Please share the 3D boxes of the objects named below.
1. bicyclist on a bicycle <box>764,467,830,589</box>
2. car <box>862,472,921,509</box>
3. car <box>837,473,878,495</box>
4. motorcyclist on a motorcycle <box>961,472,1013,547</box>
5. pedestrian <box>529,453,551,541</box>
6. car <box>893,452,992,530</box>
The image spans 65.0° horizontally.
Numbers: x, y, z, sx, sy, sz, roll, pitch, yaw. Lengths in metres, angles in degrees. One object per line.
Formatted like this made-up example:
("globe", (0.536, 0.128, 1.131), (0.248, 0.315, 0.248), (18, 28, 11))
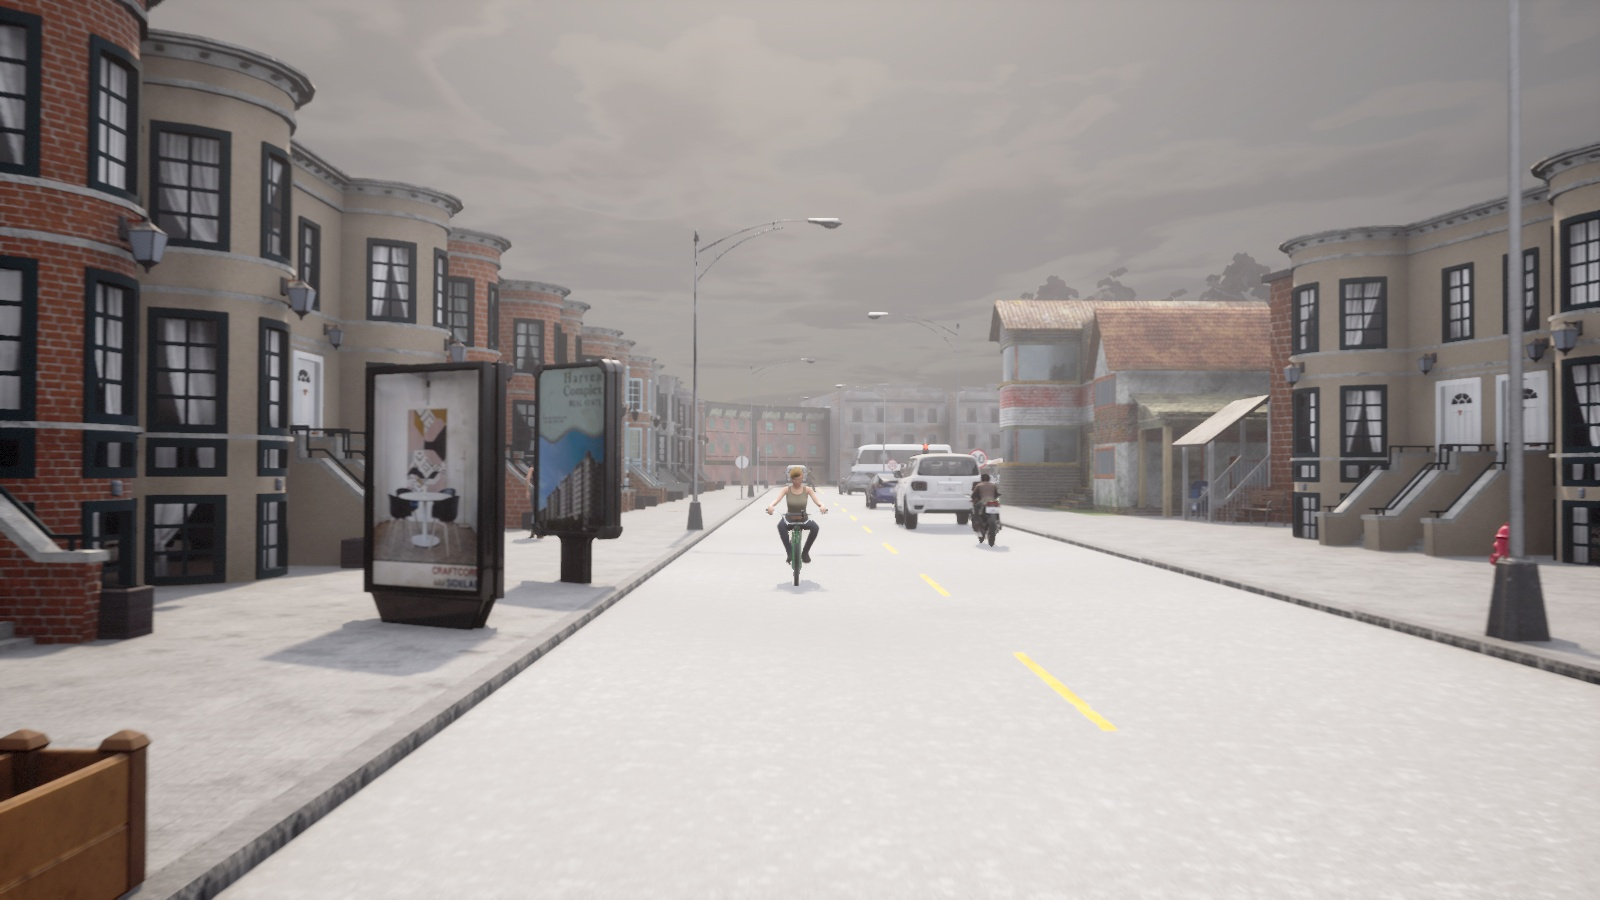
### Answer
("bicyclist on a bicycle", (-0.036, 1.043, 17.425), (0.866, 1.612, 1.509), (0, -1, 0))
("car", (3.871, 1.697, 53.667), (2.163, 1.488, 4.792), (0, -1, 0))
("car", (3.810, 2.258, 83.329), (1.994, 1.385, 4.181), (0, -1, -8))
("motorcyclist on a motorcycle", (3.938, 1.227, 26.603), (0.797, 1.523, 2.044), (0, -1, 0))
("pedestrian", (-5.548, 0.995, 26.786), (0.345, 1.836, 0.594), (0, -1, 1))
("car", (3.916, 1.113, 35.541), (2.150, 2.045, 5.566), (0, -1, 0))
